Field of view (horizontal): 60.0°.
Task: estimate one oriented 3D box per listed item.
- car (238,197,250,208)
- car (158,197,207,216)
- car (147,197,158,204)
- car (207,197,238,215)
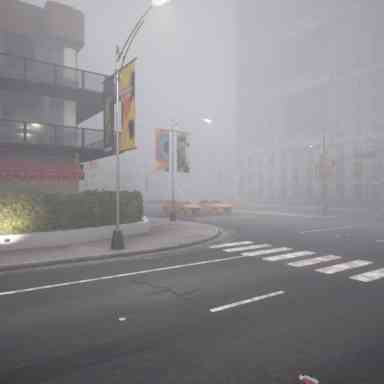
[{"bbox_3d":[6.256,1.471,48.606,1.882,1.535,5.008,0,0,-35],"label":"car"},{"bbox_3d":[-1.062,1.474,32.648,1.882,1.535,5.008,0,0,-35],"label":"car"},{"bbox_3d":[-6.163,1.594,59.267,4.718,1.301,1.895,0,0,42],"label":"car"},{"bbox_3d":[2.066,1.473,34.285,1.882,1.535,5.008,0,0,-35],"label":"car"}]
